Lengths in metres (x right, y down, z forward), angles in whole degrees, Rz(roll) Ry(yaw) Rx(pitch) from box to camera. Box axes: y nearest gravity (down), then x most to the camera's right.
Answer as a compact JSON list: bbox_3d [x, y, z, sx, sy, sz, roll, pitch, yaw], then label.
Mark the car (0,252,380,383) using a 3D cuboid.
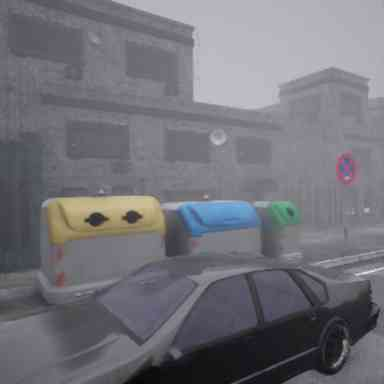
[{"bbox_3d":[0.163,1.532,4.036,5.357,1.411,2.033,0,0,-35],"label":"car"}]
